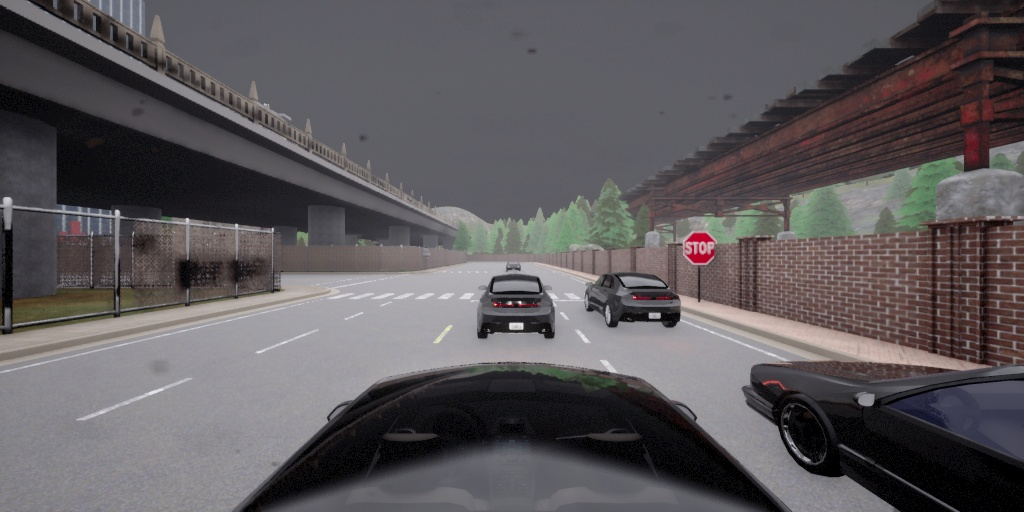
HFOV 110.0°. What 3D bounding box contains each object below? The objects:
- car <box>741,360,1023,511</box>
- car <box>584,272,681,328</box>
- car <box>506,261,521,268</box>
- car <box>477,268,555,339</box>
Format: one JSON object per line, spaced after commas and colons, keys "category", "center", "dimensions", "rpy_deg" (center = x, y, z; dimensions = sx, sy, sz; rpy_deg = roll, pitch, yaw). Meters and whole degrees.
{"category": "car", "center": [3.600, 1.297, 1.697], "dimensions": [2.033, 1.411, 5.357], "rpy_deg": [0, 0, 0]}
{"category": "car", "center": [3.596, 1.255, 11.443], "dimensions": [1.837, 1.490, 4.892], "rpy_deg": [0, 0, 0]}
{"category": "car", "center": [0.166, 1.351, 46.360], "dimensions": [1.895, 1.301, 4.718], "rpy_deg": [0, 0, -1]}
{"category": "car", "center": [0.095, 1.255, 10.083], "dimensions": [1.837, 1.490, 4.892], "rpy_deg": [0, 0, 0]}
